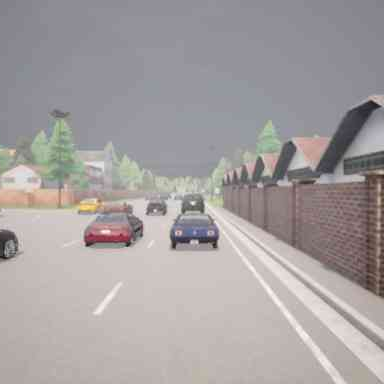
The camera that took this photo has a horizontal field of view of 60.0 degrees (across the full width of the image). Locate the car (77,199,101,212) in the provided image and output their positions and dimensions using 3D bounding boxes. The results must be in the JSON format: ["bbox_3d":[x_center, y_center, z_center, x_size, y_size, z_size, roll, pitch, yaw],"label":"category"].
[{"bbox_3d":[-10.406,1.421,34.858,1.882,1.535,5.008,0,0,0],"label":"car"}]

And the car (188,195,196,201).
[{"bbox_3d":[-0.013,1.451,82.653,1.895,1.301,4.718,0,0,0],"label":"car"}]

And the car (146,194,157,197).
[{"bbox_3d":[-10.513,1.407,82.585,1.994,1.385,4.181,0,0,0],"label":"car"}]

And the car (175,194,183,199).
[{"bbox_3d":[-3.514,1.223,92.624,2.128,1.511,4.902,0,0,0],"label":"car"}]

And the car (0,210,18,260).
[{"bbox_3d":[-6.902,1.489,9.523,1.837,1.490,4.892,0,0,0],"label":"car"}]

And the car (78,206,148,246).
[{"bbox_3d":[-3.403,1.539,15.136,1.994,1.385,4.181,0,0,0],"label":"car"}]

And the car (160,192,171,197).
[{"bbox_3d":[-7.013,1.333,83.005,1.882,1.535,5.008,0,0,0],"label":"car"}]

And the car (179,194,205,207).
[{"bbox_3d":[0.094,1.168,32.507,2.150,2.045,5.566,0,0,0],"label":"car"}]

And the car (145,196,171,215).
[{"bbox_3d":[-3.405,1.450,33.305,1.837,1.490,4.892,0,0,0],"label":"car"}]

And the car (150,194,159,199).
[{"bbox_3d":[-10.514,1.250,92.623,1.994,1.385,4.181,0,0,0],"label":"car"}]

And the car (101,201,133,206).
[{"bbox_3d":[-6.905,1.549,31.820,1.895,1.301,4.718,0,0,0],"label":"car"}]

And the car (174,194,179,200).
[{"bbox_3d":[-3.513,1.408,82.621,1.994,1.385,4.181,0,0,0],"label":"car"}]

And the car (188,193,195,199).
[{"bbox_3d":[-0.014,1.176,92.625,1.882,1.535,5.008,0,0,0],"label":"car"}]

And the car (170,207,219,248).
[{"bbox_3d":[0.096,1.577,14.700,1.895,1.301,4.718,0,0,0],"label":"car"}]

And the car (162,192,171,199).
[{"bbox_3d":[-7.014,0.989,93.484,2.150,2.045,5.566,0,0,0],"label":"car"}]
